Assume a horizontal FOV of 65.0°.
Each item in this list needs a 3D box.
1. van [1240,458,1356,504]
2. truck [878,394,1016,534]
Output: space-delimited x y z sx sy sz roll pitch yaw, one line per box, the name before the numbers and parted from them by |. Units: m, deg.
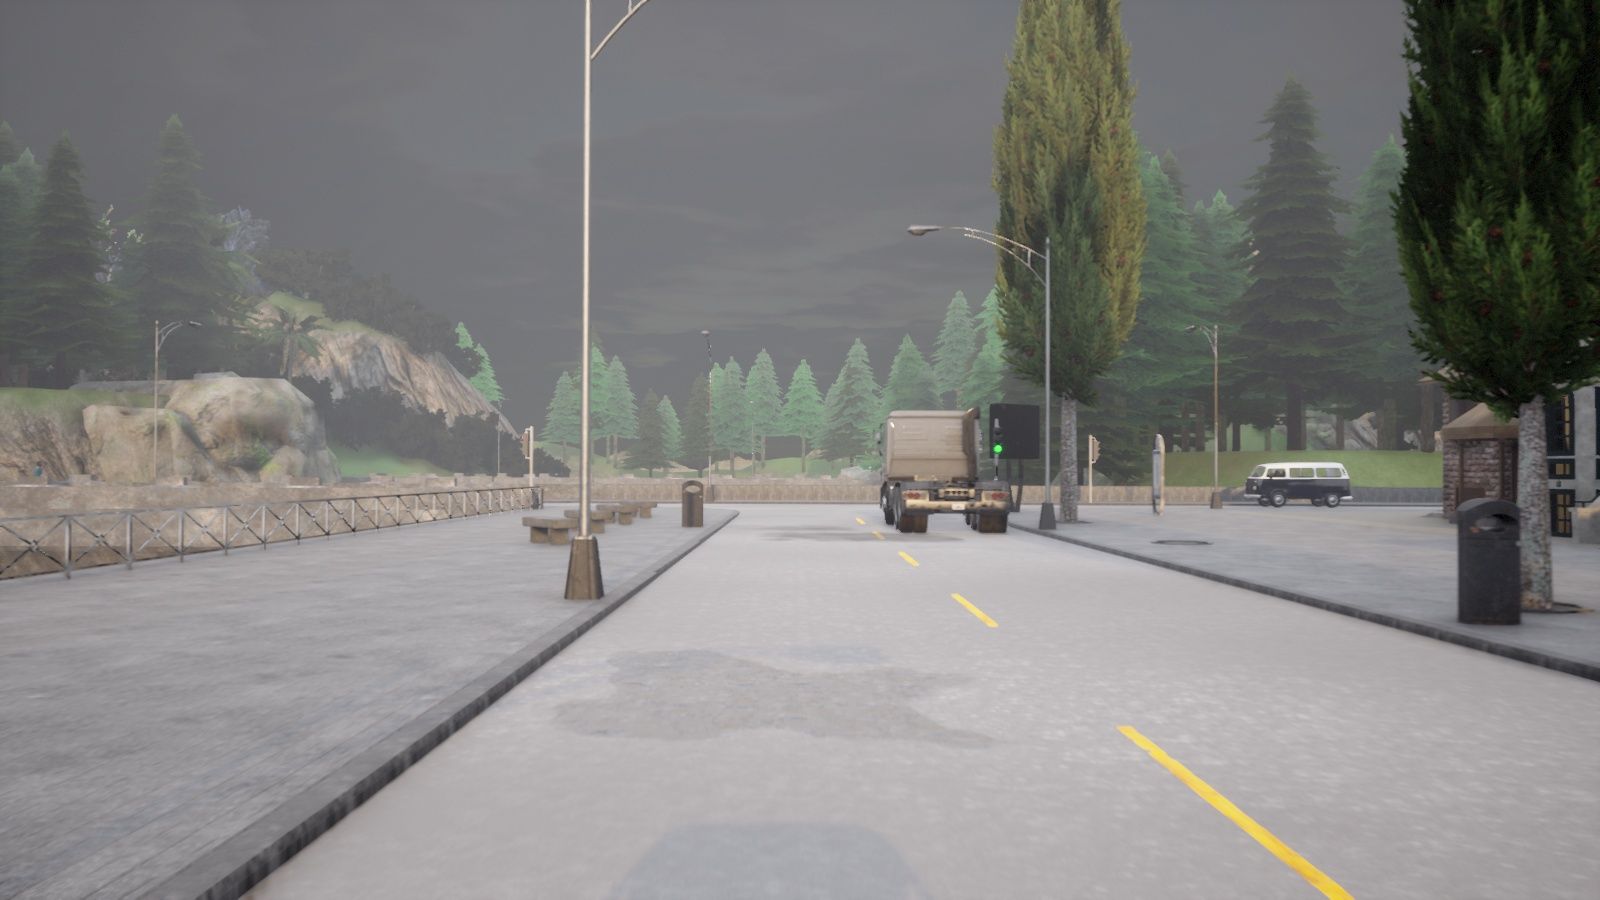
van | 22.705 1.408 57.402 4.480 2.038 2.069 0 -1 0
truck | 3.904 0.406 35.150 2.891 3.462 7.936 0 -1 0
